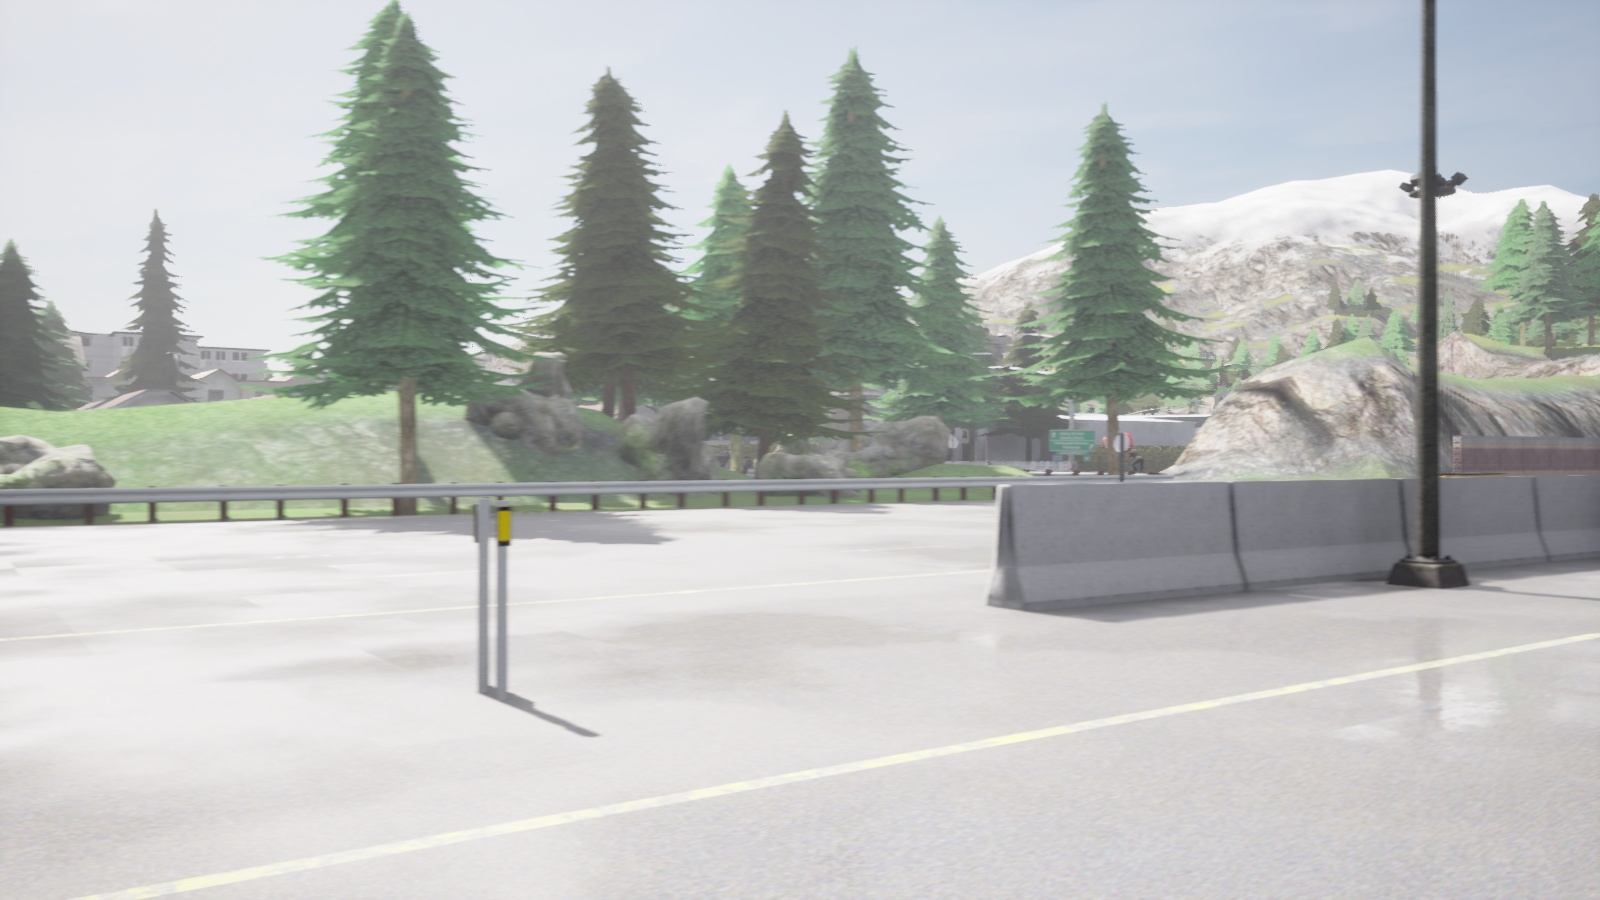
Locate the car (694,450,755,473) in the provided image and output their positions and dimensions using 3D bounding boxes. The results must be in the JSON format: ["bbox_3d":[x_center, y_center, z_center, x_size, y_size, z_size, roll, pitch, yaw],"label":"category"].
[{"bbox_3d":[-5.482,0.817,90.813,2.128,1.511,4.902,1,0,-35],"label":"car"}]
